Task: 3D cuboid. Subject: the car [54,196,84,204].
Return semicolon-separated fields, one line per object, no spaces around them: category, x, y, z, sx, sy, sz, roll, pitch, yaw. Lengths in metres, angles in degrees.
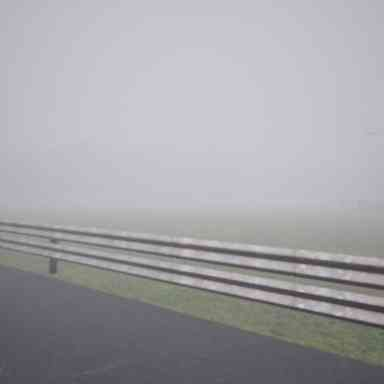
car;-23.229;1.510;62.778;5.366;1.575;1.801;0;0;0
